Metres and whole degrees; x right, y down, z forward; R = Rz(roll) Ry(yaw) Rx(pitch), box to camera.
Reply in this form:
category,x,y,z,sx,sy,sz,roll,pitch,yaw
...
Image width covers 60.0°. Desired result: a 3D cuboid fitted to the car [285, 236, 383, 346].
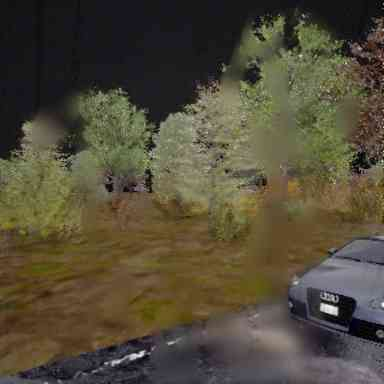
category,x,y,z,sx,sy,sz,roll,pitch,yaw
car,3.624,1.549,6.139,4.181,1.385,1.994,0,0,-37
